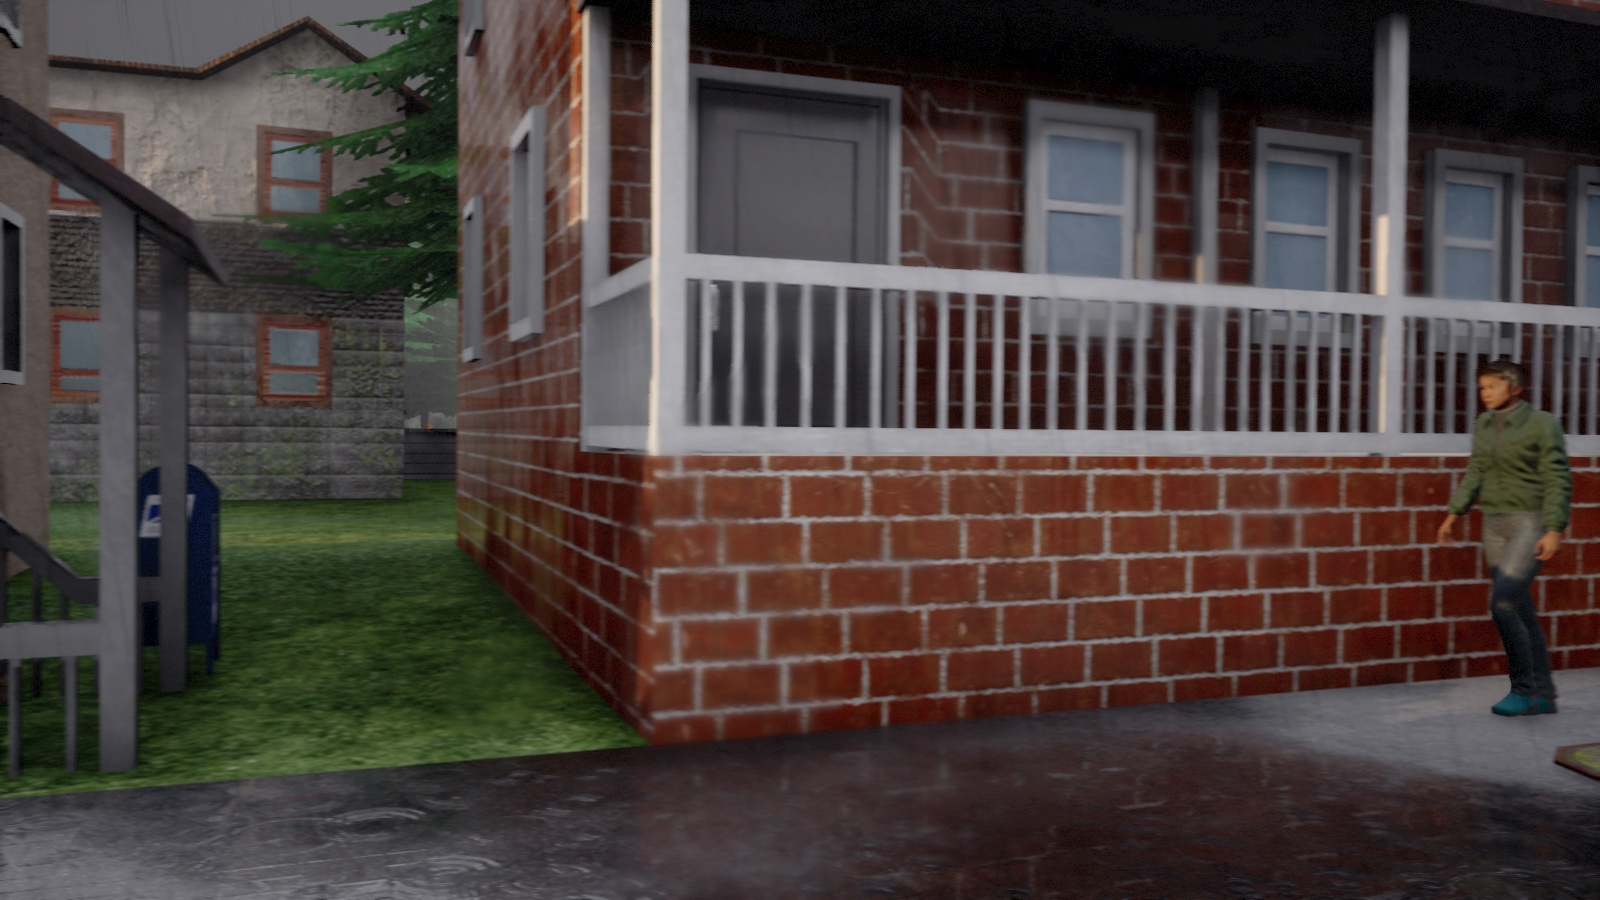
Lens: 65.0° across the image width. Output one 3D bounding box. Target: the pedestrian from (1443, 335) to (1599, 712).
[{"bbox_3d":[3.661,0.354,6.379,0.614,1.847,0.353,-1,1,-15],"label":"pedestrian"}]
